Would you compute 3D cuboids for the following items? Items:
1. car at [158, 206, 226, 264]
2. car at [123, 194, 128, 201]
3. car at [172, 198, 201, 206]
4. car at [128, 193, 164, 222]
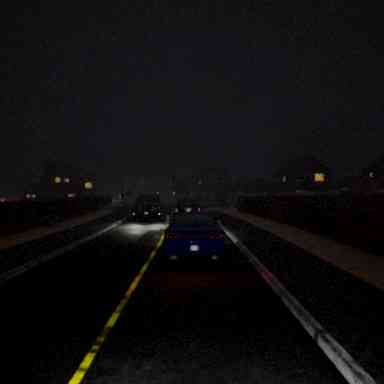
[{"bbox_3d":[0.049,1.428,11.660,1.882,1.535,5.008,0,-1,0],"label":"car"},{"bbox_3d":[-16.712,1.366,85.826,2.097,1.767,4.553,0,0,-21],"label":"car"},{"bbox_3d":[-0.398,1.255,24.701,2.097,1.767,4.553,0,0,-3],"label":"car"},{"bbox_3d":[-3.361,1.126,26.059,2.150,2.045,5.566,0,0,-3],"label":"car"}]
